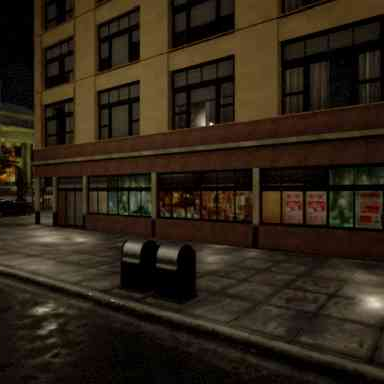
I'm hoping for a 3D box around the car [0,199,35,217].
[{"bbox_3d":[-16.919,1.548,30.967,1.994,1.385,4.181,0,0,36],"label":"car"}]
